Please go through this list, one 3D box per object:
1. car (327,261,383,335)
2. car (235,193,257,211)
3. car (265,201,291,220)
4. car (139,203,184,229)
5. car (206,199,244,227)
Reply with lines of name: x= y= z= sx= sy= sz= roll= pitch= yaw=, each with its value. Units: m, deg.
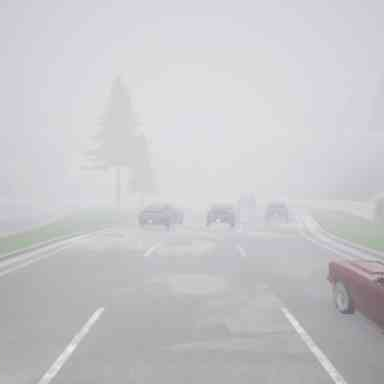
car: x=3.620 y=1.598 z=4.593 sx=1.895 sy=1.301 sz=4.718 roll=0 pitch=0 yaw=0
car: x=6.607 y=1.195 z=41.363 sx=2.150 sy=2.045 sz=5.566 roll=0 pitch=-1 yaw=1
car: x=7.198 y=1.491 z=28.046 sx=1.837 sy=1.490 sz=4.892 roll=0 pitch=0 yaw=16
car: x=-1.835 y=1.481 z=21.445 sx=2.128 sy=1.511 sz=4.902 roll=0 pitch=0 yaw=13
car: x=2.220 y=1.495 z=22.955 sx=1.837 sy=1.490 sz=4.892 roll=0 pitch=0 yaw=14
